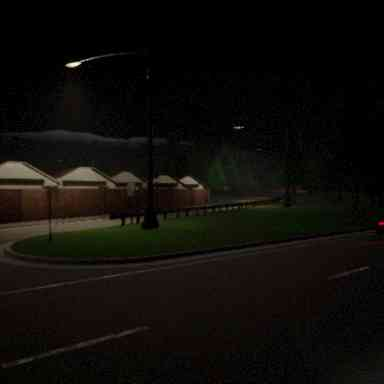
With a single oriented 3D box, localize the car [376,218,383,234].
[{"bbox_3d":[10.801,1.448,15.757,5.357,1.411,2.033,0,0,-36],"label":"car"}]
